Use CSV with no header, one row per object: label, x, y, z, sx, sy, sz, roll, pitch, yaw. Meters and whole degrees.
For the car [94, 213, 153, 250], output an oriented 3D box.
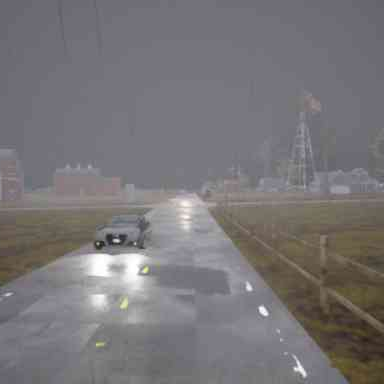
car,-2.852,1.640,14.559,1.994,1.385,4.181,0,0,0
